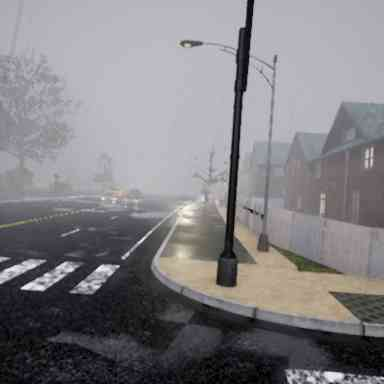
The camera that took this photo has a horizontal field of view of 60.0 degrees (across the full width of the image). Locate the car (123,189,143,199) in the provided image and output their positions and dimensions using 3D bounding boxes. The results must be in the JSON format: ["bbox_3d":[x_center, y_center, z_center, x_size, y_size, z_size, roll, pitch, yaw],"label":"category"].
[{"bbox_3d":[-8.584,0.291,50.452,1.812,1.442,4.674,4,1,4],"label":"car"}]

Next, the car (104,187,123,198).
[{"bbox_3d":[-11.816,0.025,50.669,1.882,1.535,5.008,4,1,4],"label":"car"}]
